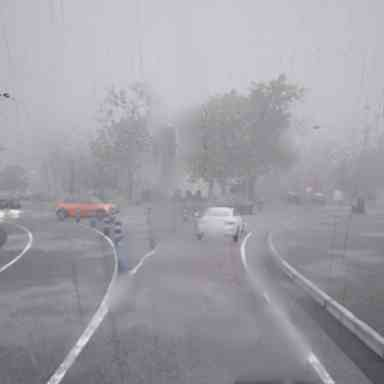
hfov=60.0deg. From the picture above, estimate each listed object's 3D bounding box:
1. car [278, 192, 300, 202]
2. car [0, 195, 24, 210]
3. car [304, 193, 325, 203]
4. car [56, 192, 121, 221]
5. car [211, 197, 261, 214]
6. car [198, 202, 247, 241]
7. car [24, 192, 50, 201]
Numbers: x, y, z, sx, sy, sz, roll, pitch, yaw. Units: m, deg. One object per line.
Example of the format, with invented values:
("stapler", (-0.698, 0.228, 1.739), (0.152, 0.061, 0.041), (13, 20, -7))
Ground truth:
("car", (14.607, 0.757, 50.304), (1.837, 1.490, 4.892), (1, 1, -6))
("car", (-19.539, 1.126, 35.184), (1.994, 1.385, 4.181), (-1, 2, -36))
("car", (17.940, 0.812, 48.683), (1.812, 1.442, 4.674), (0, 1, 0))
("car", (-7.632, 1.130, 24.752), (4.553, 1.767, 2.097), (0, 1, 11))
("car", (3.803, 1.188, 29.393), (4.892, 1.490, 1.837), (0, 3, -22))
("car", (1.491, 1.442, 16.335), (1.812, 1.442, 4.674), (0, 1, 13))
("car", (-25.567, 0.722, 53.913), (2.033, 1.411, 5.357), (0, 1, 20))
